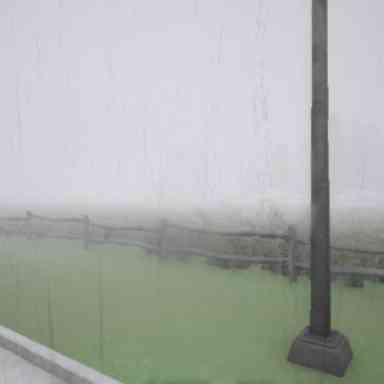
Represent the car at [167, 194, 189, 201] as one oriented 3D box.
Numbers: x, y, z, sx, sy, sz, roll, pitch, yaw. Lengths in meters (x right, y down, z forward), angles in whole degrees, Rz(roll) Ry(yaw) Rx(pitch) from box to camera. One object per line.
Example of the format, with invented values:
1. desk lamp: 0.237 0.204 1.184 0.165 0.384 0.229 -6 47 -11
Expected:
1. car: -2.908 1.330 68.109 4.605 1.855 1.932 0 0 35
